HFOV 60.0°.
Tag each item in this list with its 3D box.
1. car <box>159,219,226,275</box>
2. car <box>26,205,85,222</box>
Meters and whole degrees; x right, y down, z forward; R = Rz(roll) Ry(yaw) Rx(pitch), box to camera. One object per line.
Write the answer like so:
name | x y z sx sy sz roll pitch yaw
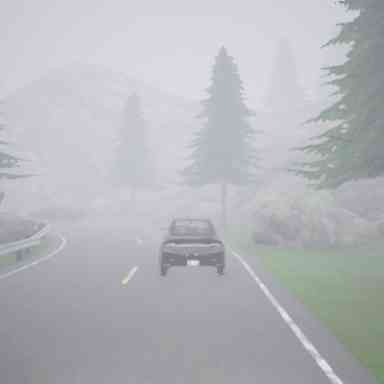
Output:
car | -0.036 1.614 10.893 2.128 1.511 4.902 0 -1 -2
car | -12.201 1.879 29.727 5.357 1.411 2.033 0 -1 23
